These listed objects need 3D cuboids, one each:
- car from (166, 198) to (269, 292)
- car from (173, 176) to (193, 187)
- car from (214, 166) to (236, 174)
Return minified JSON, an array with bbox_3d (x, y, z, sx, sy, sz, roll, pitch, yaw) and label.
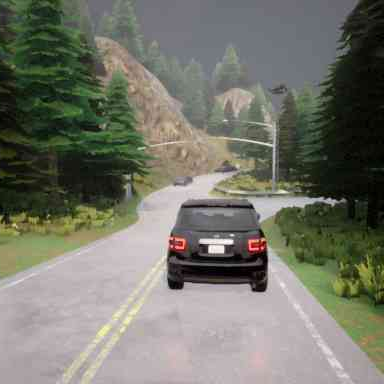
[{"bbox_3d":[0.704,1.172,9.001,2.150,2.045,5.566,0,0,5],"label":"car"},{"bbox_3d":[-1.280,-1.711,50.328,2.033,1.411,5.357,1,10,17],"label":"car"},{"bbox_3d":[6.603,-4.525,66.606,2.033,1.411,5.357,4,11,42],"label":"car"}]
